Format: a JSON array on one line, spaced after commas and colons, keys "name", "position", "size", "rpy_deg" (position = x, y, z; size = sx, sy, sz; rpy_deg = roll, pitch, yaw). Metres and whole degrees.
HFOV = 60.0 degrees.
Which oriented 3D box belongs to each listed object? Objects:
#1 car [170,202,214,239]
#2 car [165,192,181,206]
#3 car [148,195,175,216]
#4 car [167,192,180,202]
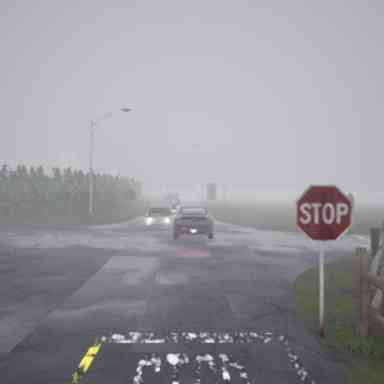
[{"name": "car", "position": [0.064, 1.468, 17.025], "size": [1.837, 1.490, 4.892], "rpy_deg": [1, -1, 0]}, {"name": "car", "position": [-2.989, 1.038, 52.369], "size": [2.150, 2.045, 5.566], "rpy_deg": [0, 0, 1]}, {"name": "car", "position": [-2.944, 1.367, 31.420], "size": [1.882, 1.535, 5.008], "rpy_deg": [0, 0, 0]}, {"name": "car", "position": [-2.969, 1.206, 41.705], "size": [2.097, 1.767, 4.553], "rpy_deg": [0, 0, 0]}]
